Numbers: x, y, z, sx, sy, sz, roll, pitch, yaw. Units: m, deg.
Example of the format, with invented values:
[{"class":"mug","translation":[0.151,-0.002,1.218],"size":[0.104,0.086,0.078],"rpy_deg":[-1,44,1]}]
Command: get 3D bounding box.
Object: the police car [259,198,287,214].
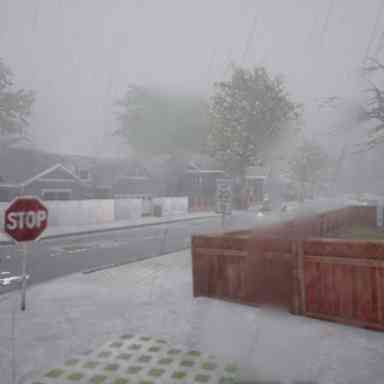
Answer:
[{"class":"police car","translation":[9.136,1.554,37.601],"size":[2.038,1.542,4.974],"rpy_deg":[2,1,31]}]
